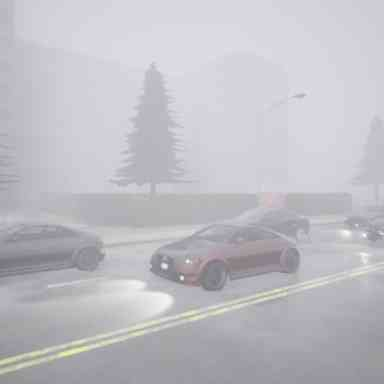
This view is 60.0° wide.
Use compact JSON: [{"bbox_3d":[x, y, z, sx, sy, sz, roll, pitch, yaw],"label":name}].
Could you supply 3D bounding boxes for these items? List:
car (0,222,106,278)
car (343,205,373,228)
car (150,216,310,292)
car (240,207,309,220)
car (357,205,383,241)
[{"bbox_3d":[-4.592,1.562,9.296,4.181,1.385,1.994,0,0,-35],"label":"car"},{"bbox_3d":[11.701,1.520,20.813,5.357,1.411,2.033,0,0,-35],"label":"car"},{"bbox_3d":[0.992,1.557,8.966,4.181,1.385,1.994,0,0,-35],"label":"car"},{"bbox_3d":[3.152,1.463,14.784,5.008,1.535,1.882,0,0,-35],"label":"car"},{"bbox_3d":[9.865,1.483,15.220,4.892,1.490,1.837,0,0,-35],"label":"car"}]
